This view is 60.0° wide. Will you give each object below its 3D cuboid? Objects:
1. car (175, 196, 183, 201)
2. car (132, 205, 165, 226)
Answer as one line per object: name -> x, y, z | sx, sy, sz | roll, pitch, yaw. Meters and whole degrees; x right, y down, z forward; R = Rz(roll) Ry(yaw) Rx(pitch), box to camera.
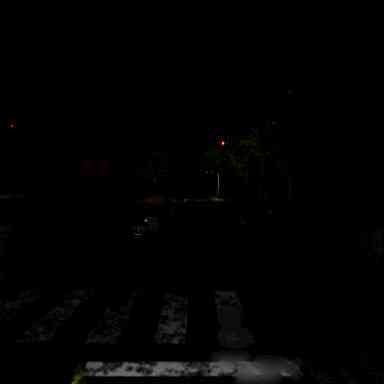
car -> -3.299, 1.614, 84.163 | 1.895, 1.301, 4.718 | 0, 0, 0
car -> -2.963, 1.641, 23.484 | 1.994, 1.385, 4.181 | 0, 0, -1
